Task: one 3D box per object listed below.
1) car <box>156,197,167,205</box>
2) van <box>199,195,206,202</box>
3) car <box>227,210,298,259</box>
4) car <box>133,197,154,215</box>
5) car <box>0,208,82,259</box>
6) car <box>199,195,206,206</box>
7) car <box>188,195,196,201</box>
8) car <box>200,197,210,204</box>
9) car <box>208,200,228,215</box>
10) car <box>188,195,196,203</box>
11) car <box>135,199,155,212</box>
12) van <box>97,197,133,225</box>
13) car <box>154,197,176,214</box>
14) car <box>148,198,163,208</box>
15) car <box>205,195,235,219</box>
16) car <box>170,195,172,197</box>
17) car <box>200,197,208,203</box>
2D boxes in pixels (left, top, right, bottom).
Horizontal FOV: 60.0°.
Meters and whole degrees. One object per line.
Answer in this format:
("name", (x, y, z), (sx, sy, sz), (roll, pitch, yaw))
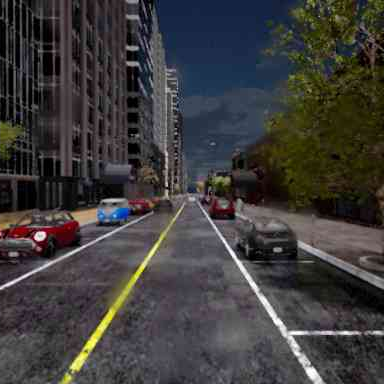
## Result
("car", (-5.716, 1.703, 63.010), (1.752, 1.417, 4.829), (-1, 0, 0))
("van", (2.656, 1.579, 85.308), (1.690, 1.788, 3.998), (-1, 0, 0))
("car", (2.688, 1.587, 12.624), (2.008, 1.369, 4.403), (-1, 0, 0))
("car", (-5.713, 1.416, 35.506), (2.192, 1.841, 5.009), (-1, 0, 0))
("car", (-5.718, 1.478, 12.639), (1.967, 1.590, 4.097), (-1, 0, 0))
("car", (2.662, 1.476, 57.636), (2.192, 1.841, 5.009), (-1, 0, 0))
("car", (-0.019, 1.593, 85.774), (2.128, 1.511, 4.902), (0, 0, 0))
("car", (2.664, 1.757, 68.704), (1.947, 1.339, 4.313), (-1, 0, 0))
("car", (2.671, 1.626, 35.667), (1.752, 1.417, 4.829), (-1, 0, 0))
("car", (-0.017, 1.720, 75.489), (1.812, 1.442, 4.674), (0, 0, 0))
("car", (-5.711, 1.641, 40.871), (1.752, 1.417, 4.829), (-1, 0, 0))
("van", (-5.710, 1.412, 24.437), (1.690, 1.788, 3.998), (-1, 0, 0))
("car", (-3.009, 1.591, 36.311), (1.882, 1.535, 5.008), (0, 0, 0))
("car", (-5.713, 1.692, 52.110), (1.887, 1.381, 4.507), (-1, 0, 0))
("car", (2.668, 1.399, 29.963), (2.192, 1.841, 5.009), (-1, 0, 0))
("car", (-5.717, 1.718, 68.544), (1.752, 1.417, 4.829), (-1, 0, 0))
("car", (2.663, 1.789, 74.238), (1.802, 1.307, 4.206), (-1, 0, 0))
